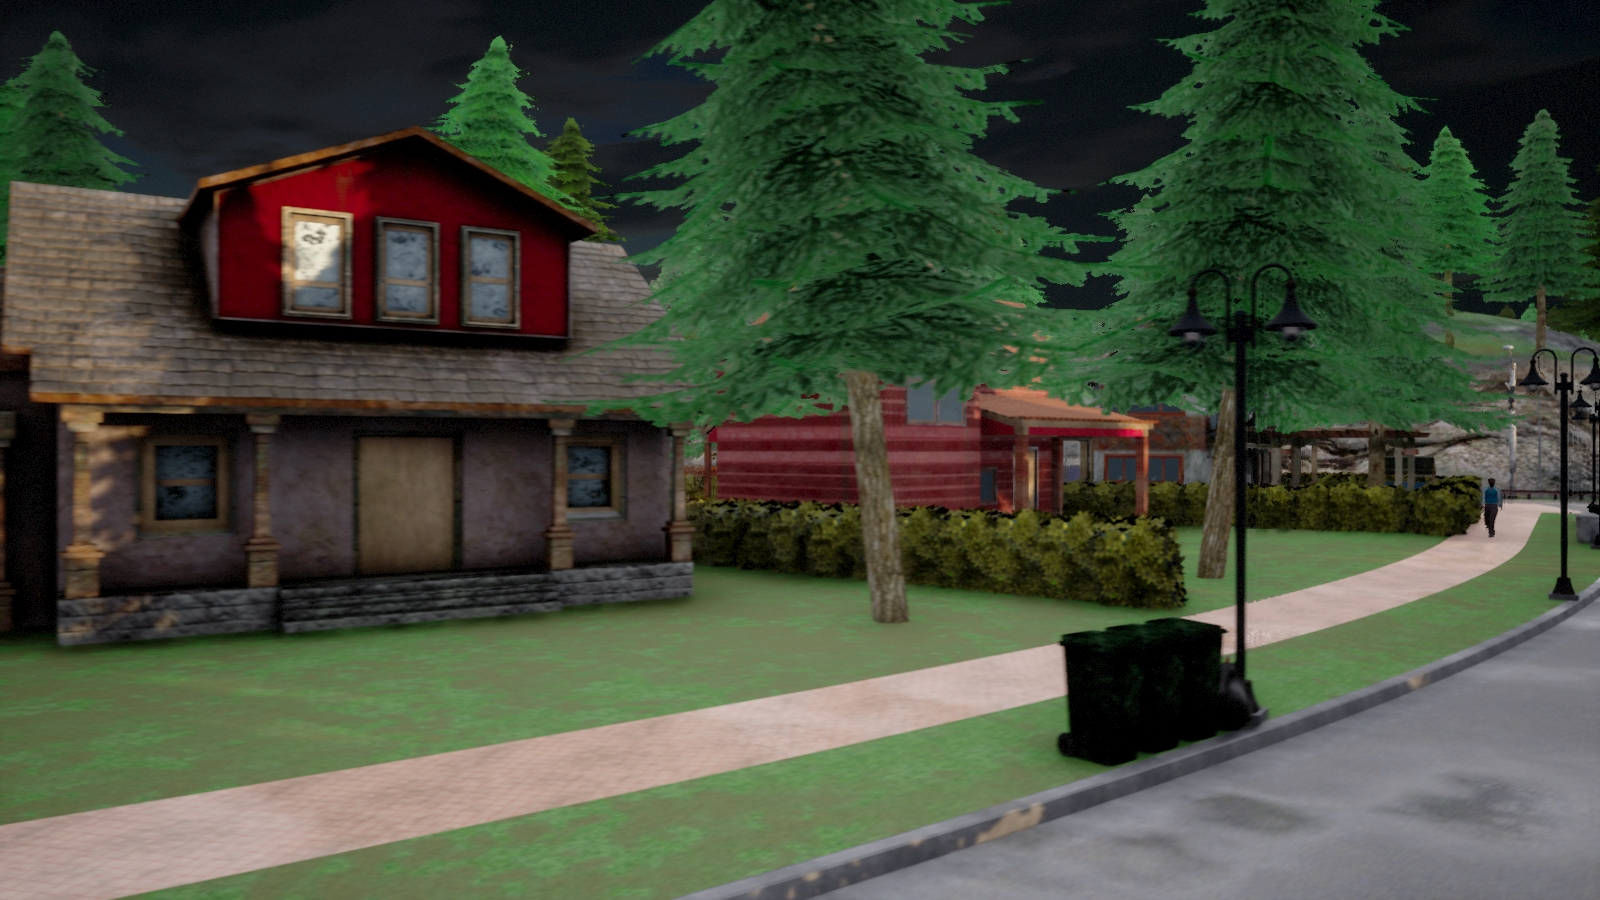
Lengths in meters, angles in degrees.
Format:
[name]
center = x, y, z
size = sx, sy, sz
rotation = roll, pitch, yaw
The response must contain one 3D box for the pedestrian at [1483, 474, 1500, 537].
[pedestrian]
center = 20.747, 1.668, 34.277
size = 0.375, 1.860, 0.375
rotation = 0, 0, 39
